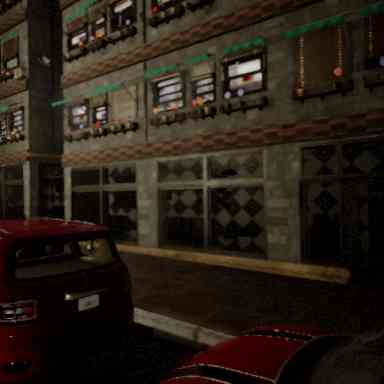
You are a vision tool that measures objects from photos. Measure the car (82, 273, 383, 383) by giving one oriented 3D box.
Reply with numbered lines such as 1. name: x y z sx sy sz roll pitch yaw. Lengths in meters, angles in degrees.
1. car: 1.529 1.440 1.804 4.097 1.590 1.967 0 -1 36

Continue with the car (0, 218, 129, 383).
1. car: -3.097 1.319 5.107 5.009 1.841 2.192 0 -1 36
